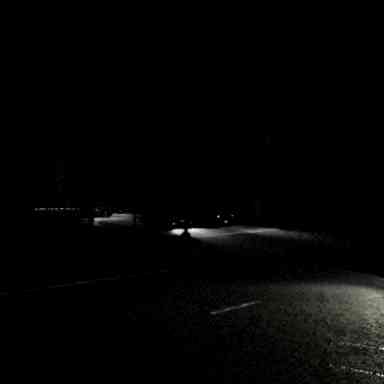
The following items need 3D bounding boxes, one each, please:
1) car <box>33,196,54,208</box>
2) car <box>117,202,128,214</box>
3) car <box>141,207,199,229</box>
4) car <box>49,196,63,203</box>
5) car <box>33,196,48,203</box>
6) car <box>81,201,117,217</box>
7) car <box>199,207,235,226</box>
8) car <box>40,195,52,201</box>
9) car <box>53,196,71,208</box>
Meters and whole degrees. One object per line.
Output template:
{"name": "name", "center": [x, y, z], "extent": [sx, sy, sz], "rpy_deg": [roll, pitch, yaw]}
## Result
{"name": "car", "center": [-22.855, 1.668, 49.631], "extent": [2.033, 1.411, 5.357], "rpy_deg": [1, -1, -38]}
{"name": "car", "center": [-9.388, 1.724, 38.243], "extent": [2.033, 1.411, 5.357], "rpy_deg": [1, 0, -39]}
{"name": "car", "center": [-1.810, 1.710, 23.169], "extent": [1.994, 1.385, 4.181], "rpy_deg": [1, 0, -39]}
{"name": "car", "center": [-32.374, 1.730, 79.083], "extent": [1.837, 1.490, 4.892], "rpy_deg": [1, -1, -37]}
{"name": "car", "center": [-35.163, 1.711, 76.968], "extent": [2.128, 1.511, 4.902], "rpy_deg": [1, -1, -37]}
{"name": "car", "center": [-9.466, 1.662, 32.741], "extent": [1.812, 1.442, 4.674], "rpy_deg": [1, 0, -39]}
{"name": "car", "center": [0.987, 1.791, 25.275], "extent": [1.895, 1.301, 4.718], "rpy_deg": [1, -1, -41]}
{"name": "car", "center": [-38.412, 1.663, 87.360], "extent": [1.812, 1.442, 4.674], "rpy_deg": [1, -1, -35]}
{"name": "car", "center": [-20.592, 1.732, 52.419], "extent": [1.812, 1.442, 4.674], "rpy_deg": [1, -1, -38]}
